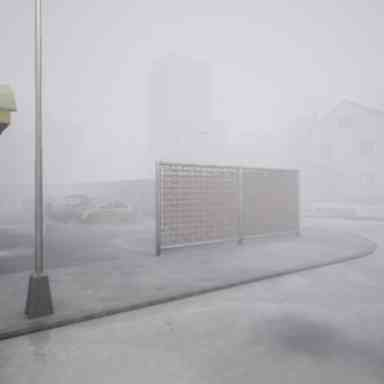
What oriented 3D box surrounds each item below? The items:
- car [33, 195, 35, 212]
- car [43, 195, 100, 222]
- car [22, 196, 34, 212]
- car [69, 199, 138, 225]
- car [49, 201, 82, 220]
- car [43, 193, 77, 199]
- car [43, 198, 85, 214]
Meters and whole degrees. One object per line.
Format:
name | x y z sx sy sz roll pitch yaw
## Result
car | -15.892 1.369 36.728 1.789 1.547 3.705 0 0 -36
car | -8.330 1.317 25.096 4.611 1.667 2.242 0 0 -36
car | -15.894 1.440 37.006 5.357 1.415 2.033 0 0 -36
car | -5.887 1.382 22.944 4.193 1.474 1.816 0 0 -36
car | -10.065 1.423 26.474 2.207 1.379 1.481 0 0 -36
car | -10.619 1.211 28.735 3.866 1.878 1.905 0 0 -36
car | -12.838 1.377 33.438 3.633 1.501 1.845 0 0 -36
